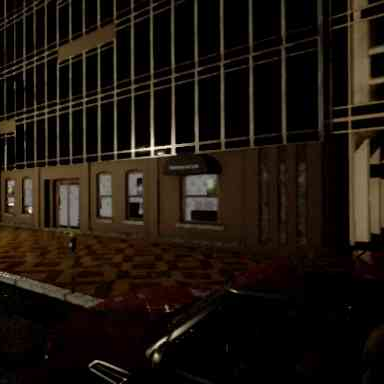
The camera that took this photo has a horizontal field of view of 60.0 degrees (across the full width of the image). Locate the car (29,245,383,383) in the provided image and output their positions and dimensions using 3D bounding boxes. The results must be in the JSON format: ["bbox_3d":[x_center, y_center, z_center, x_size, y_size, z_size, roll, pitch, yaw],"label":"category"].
[{"bbox_3d":[1.045,1.316,2.135,5.009,1.841,2.192,0,0,36],"label":"car"}]
